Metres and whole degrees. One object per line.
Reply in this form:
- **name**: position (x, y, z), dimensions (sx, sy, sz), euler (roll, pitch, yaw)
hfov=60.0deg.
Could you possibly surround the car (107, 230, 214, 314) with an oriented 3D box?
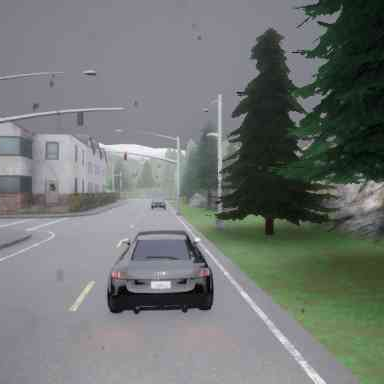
- **car**: position (-0.693, 1.564, 7.711), dimensions (1.994, 1.385, 4.181), euler (0, 0, -5)

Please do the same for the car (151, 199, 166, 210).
- **car**: position (-4.437, 1.600, 43.912), dimensions (1.895, 1.301, 4.718), euler (0, 0, -6)
